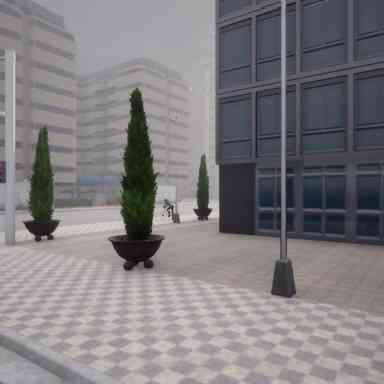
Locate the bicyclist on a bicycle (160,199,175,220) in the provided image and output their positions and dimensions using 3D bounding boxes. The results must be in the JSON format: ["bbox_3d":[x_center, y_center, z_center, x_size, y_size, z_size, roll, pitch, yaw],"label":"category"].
[{"bbox_3d":[-1.890,1.356,25.798,1.656,1.620,0.582,0,0,35],"label":"bicyclist on a bicycle"}]
